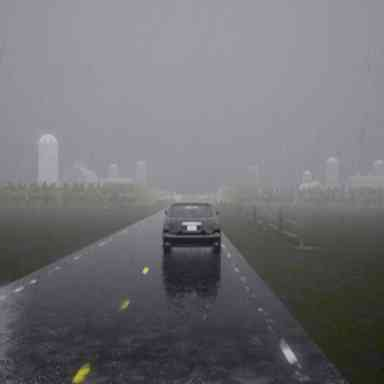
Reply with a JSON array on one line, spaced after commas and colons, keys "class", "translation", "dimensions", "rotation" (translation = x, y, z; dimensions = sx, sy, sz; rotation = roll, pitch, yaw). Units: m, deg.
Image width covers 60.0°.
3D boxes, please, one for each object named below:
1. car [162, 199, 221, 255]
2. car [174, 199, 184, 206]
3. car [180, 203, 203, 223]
[{"class": "car", "translation": [-0.006, 1.352, 14.062], "dimensions": [2.150, 2.045, 5.566], "rotation": [0, 0, 0]}, {"class": "car", "translation": [-2.786, 2.274, 71.787], "dimensions": [1.837, 1.490, 4.892], "rotation": [0, -1, 0]}, {"class": "car", "translation": [-0.011, 1.800, 29.338], "dimensions": [1.837, 1.490, 4.892], "rotation": [0, 0, 0]}]
